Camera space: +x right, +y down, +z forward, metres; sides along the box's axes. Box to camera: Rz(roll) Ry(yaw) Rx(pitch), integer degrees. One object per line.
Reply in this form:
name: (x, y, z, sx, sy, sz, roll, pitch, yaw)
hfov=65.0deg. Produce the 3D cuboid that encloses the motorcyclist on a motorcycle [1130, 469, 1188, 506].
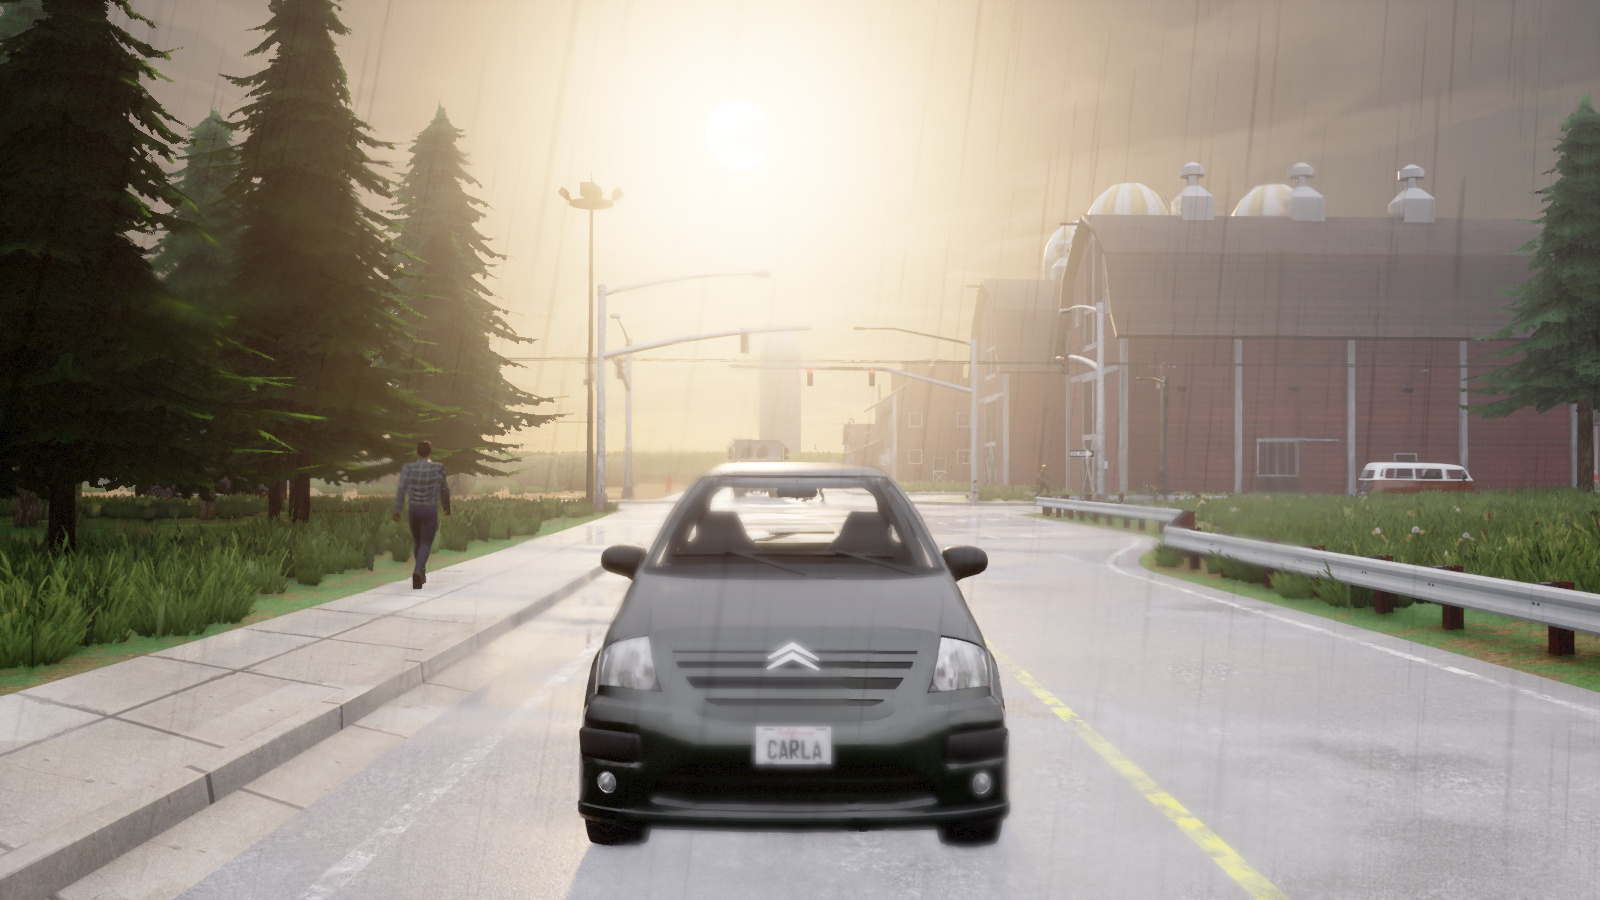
motorcyclist on a motorcycle: (15.962, 1.663, 55.810, 2.350, 1.649, 0.766, 0, -1, -1)

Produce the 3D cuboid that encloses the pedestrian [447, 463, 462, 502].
pedestrian: (-16.514, 1.557, 60.053, 0.614, 1.847, 0.353, 0, -1, 6)

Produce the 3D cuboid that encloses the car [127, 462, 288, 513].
car: (-24.170, 1.518, 51.378, 5.566, 2.045, 2.150, 0, -1, -1)

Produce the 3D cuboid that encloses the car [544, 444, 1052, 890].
car: (-0.021, 0.823, 6.581, 1.851, 1.617, 3.988, 0, -1, 0)

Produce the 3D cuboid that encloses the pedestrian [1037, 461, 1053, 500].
pedestrian: (11.710, 1.455, 60.011, 0.634, 1.846, 0.331, 0, -1, -3)

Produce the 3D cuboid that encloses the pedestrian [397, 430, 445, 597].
pedestrian: (-4.553, 0.748, 15.110, 0.423, 1.949, 0.788, 0, -1, -7)

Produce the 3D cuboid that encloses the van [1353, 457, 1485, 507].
van: (25.865, 1.341, 52.544, 4.480, 2.038, 2.069, 0, -1, -1)

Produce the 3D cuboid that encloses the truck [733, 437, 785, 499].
truck: (-2.453, 1.075, 73.816, 2.891, 3.462, 7.936, 0, -1, -2)
